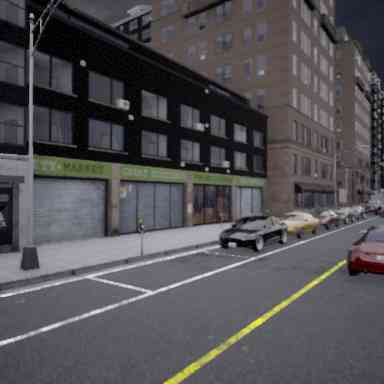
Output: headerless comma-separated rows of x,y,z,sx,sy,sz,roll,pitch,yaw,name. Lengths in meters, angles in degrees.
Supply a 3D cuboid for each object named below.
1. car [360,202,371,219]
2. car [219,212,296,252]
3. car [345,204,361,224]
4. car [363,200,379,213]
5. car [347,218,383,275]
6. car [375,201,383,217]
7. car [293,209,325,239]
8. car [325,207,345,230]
15.739,1.984,32.482,2.008,1.369,4.403,0,-1,36,car
2.899,1.760,15.050,1.947,1.339,4.313,0,-1,36,car
12.529,1.926,28.124,2.008,1.369,4.403,0,-1,36,car
22.159,1.864,41.201,2.192,1.841,5.009,0,-1,36,car
6.176,1.707,10.249,1.994,1.385,4.181,0,-1,36,car
22.056,2.042,36.675,2.033,1.411,5.357,0,-1,37,car
6.008,1.779,19.272,1.752,1.417,4.829,0,-1,36,car
9.319,1.898,23.766,1.802,1.307,4.206,0,-1,36,car
